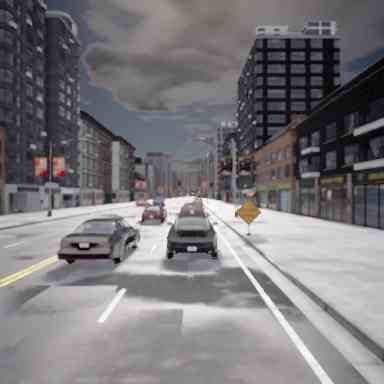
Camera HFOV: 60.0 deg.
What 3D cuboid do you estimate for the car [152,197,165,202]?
[{"bbox_3d":[-6.520,1.934,65.273,2.150,2.045,5.566,0,-1,0],"label":"car"}]

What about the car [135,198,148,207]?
[{"bbox_3d":[-9.770,2.066,65.354,2.097,1.767,4.553,0,-1,0],"label":"car"}]

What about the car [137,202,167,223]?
[{"bbox_3d":[-3.228,1.834,28.893,1.812,1.442,4.674,0,0,0],"label":"car"}]

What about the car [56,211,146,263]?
[{"bbox_3d":[-3.240,1.679,12.528,2.033,1.411,5.357,0,-1,0],"label":"car"}]

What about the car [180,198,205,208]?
[{"bbox_3d":[0.019,1.654,28.417,2.097,1.767,4.553,0,-1,0],"label":"car"}]

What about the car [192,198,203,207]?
[{"bbox_3d":[1.130,2.077,66.681,2.097,1.767,4.553,0,-1,0],"label":"car"}]

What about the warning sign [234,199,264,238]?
[{"bbox_3d":[2.851,1.290,16.714,1.300,1.860,1.060,0,0,0],"label":"warning sign"}]

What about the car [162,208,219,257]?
[{"bbox_3d":[0.019,1.648,13.489,1.837,1.490,4.892,0,0,0],"label":"car"}]
